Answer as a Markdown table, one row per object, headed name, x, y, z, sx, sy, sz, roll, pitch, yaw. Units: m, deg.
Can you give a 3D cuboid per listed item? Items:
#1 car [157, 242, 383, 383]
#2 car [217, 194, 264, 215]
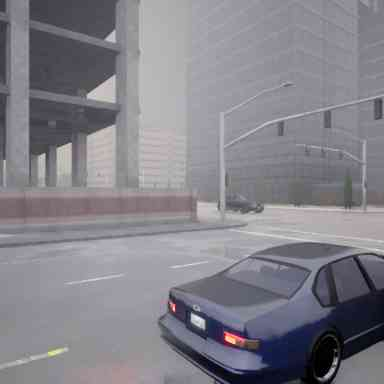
| name | x | y | z | sx | sy | sz | roll | pitch | yaw |
| --- | --- | --- | --- | --- | --- | --- | --- | --- | --- |
| car | 2.123 | 1.547 | 5.303 | 5.357 | 1.411 | 2.033 | 0 | 0 | -35 |
| car | 4.960 | 1.220 | 34.771 | 2.150 | 2.045 | 5.566 | 0 | 0 | -36 |
